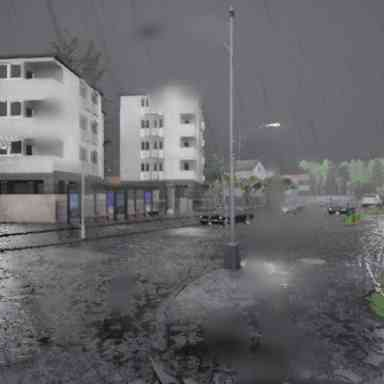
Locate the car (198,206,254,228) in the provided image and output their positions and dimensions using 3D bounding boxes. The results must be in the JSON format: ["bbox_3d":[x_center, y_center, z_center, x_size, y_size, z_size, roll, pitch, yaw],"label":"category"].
[{"bbox_3d":[2.396,1.662,22.681,1.895,1.301,4.718,0,0,35],"label":"car"}]

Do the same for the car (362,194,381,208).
[{"bbox_3d":[27.405,1.325,50.721,2.150,2.045,5.566,0,-2,35],"label":"car"}]

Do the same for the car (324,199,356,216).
[{"bbox_3d":[15.004,1.678,33.212,1.895,1.301,4.718,0,0,35],"label":"car"}]

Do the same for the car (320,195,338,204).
[{"bbox_3d":[19.230,1.225,46.269,1.837,1.490,4.892,0,0,35],"label":"car"}]

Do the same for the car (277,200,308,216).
[{"bbox_3d":[10.247,1.574,33.748,2.128,1.511,4.902,0,0,35],"label":"car"}]
